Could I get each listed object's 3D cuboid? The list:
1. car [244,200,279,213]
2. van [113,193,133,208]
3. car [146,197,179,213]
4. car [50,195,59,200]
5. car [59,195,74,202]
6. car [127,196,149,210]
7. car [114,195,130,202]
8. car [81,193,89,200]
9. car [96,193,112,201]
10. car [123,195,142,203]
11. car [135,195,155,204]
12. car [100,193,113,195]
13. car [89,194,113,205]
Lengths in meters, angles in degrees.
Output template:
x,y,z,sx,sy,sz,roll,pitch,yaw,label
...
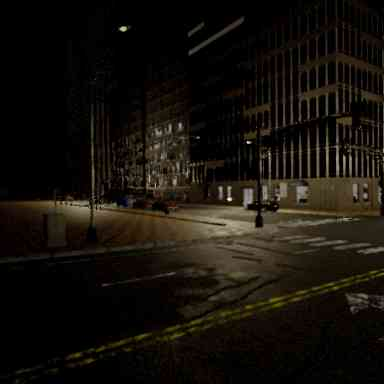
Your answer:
x,y,z,sx,sy,sz,roll,pitch,yaw,label
7.537,1.497,36.315,1.947,1.339,4.313,-1,1,-34,car
-9.286,1.329,46.945,1.690,1.788,3.998,-1,1,-34,van
-3.120,1.598,37.712,1.802,1.307,4.206,-1,1,-34,car
-33.820,1.417,83.968,1.947,1.339,4.313,-1,1,-34,car
-27.776,1.435,74.652,1.887,1.381,4.507,-1,1,-34,car
-6.202,1.584,42.330,1.802,1.307,4.206,-1,1,-34,car
-14.714,1.368,69.797,1.887,1.381,4.507,-1,1,-34,car
-27.024,1.302,88.242,2.008,1.369,4.403,-1,1,-34,car
-20.870,1.103,79.018,2.192,1.841,5.009,-1,1,-34,car
-11.636,1.390,65.186,2.008,1.369,4.403,-1,1,-34,car
-8.653,1.381,60.715,1.752,1.417,4.829,-1,1,-34,car
-14.537,1.138,59.688,2.150,2.045,5.566,-1,1,-34,car
-15.354,1.483,56.041,1.752,1.417,4.829,-1,1,-34,car
